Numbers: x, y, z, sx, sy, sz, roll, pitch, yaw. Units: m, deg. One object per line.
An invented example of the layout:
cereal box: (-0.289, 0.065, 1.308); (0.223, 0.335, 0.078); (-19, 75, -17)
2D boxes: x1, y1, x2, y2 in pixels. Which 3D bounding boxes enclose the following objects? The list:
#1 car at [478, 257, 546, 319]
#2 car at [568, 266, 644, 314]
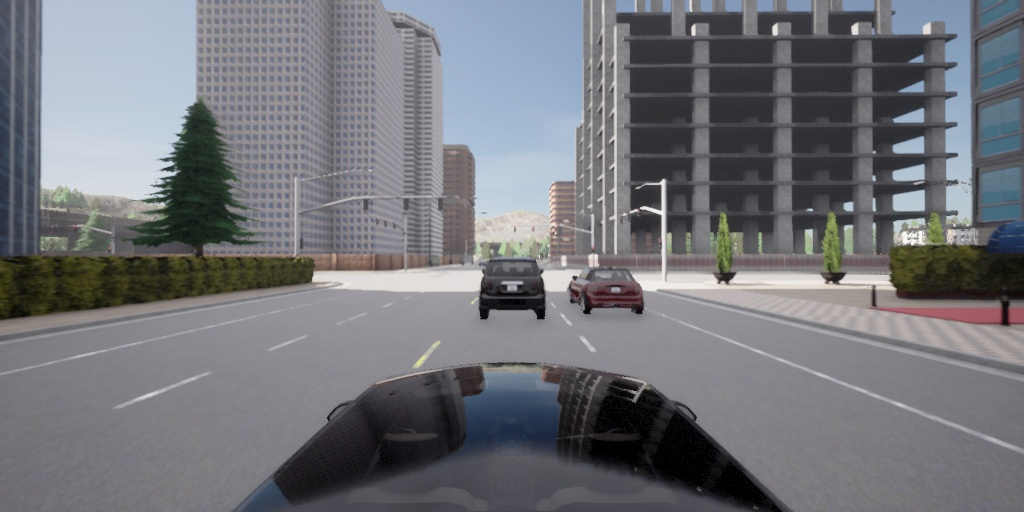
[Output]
car: (0.029, 1.045, 13.272); (2.150, 2.045, 5.566); (0, 0, 0)
car: (3.542, 1.180, 14.290); (2.097, 1.767, 4.553); (0, 0, 1)
